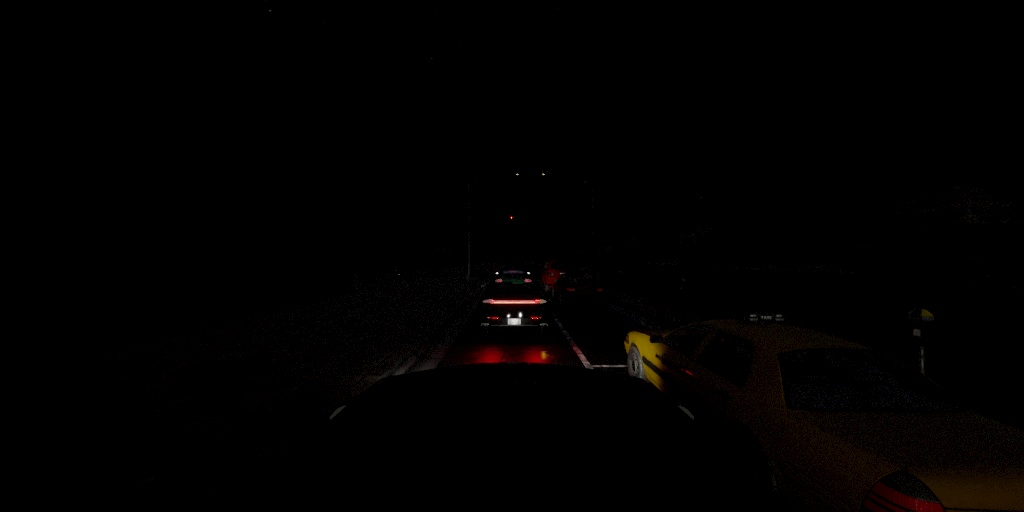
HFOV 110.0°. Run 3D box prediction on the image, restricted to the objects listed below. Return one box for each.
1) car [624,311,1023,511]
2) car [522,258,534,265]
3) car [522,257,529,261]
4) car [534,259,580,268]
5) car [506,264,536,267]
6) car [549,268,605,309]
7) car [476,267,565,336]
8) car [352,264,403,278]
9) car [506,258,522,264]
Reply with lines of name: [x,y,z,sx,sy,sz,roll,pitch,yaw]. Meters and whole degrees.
car: [2.642,1.276,4.042,1.751,1.417,4.829,0,0,0]
car: [2.699,1.356,46.648,1.888,1.381,4.507,0,0,0]
car: [2.721,1.403,62.960,1.888,1.381,4.507,0,0,0]
car: [2.663,1.076,20.219,2.192,1.841,5.009,0,0,0]
car: [0.053,1.325,19.337,1.994,1.385,4.181,0,0,-1]
car: [2.656,1.338,14.770,1.802,1.307,4.207,0,0,0]
car: [0.077,1.245,10.393,2.128,1.511,4.902,0,0,1]
car: [-12.208,1.343,31.807,4.718,1.301,1.895,0,-1,0]
car: [0.145,1.327,51.290,1.837,1.490,4.892,0,0,0]
